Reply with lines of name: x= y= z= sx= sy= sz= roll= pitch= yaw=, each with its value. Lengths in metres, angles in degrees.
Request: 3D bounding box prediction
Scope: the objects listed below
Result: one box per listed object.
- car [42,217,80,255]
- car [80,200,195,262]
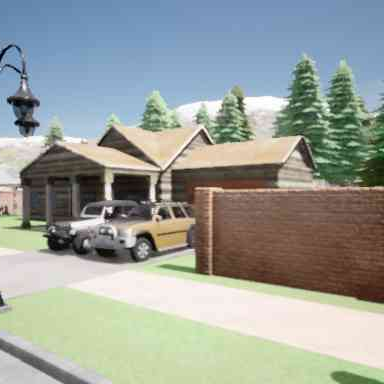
car: x=-3.660 y=1.293 z=13.162 sx=1.905 sy=1.878 sz=3.866 roll=-1 pitch=0 yaw=35
car: x=-1.385 y=1.264 z=12.025 sx=1.932 sy=1.855 sz=4.605 roll=-1 pitch=0 yaw=35
